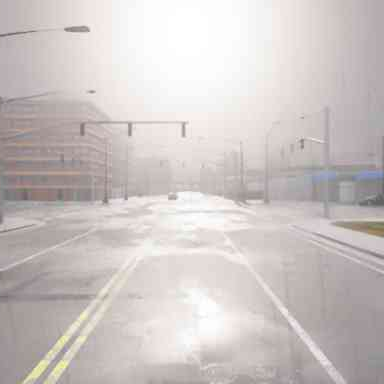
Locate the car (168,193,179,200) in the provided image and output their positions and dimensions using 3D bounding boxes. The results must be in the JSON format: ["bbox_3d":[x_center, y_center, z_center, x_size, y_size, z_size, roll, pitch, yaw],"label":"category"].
[{"bbox_3d":[-4.251,0.997,72.207,1.882,1.535,5.008,0,0,-1],"label":"car"}]

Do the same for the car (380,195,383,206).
[{"bbox_3d":[25.605,1.208,39.735,4.674,1.442,1.812,0,1,-6],"label":"car"}]

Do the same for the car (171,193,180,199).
[{"bbox_3d":[-4.418,0.938,87.984,2.128,1.511,4.902,0,0,-1],"label":"car"}]

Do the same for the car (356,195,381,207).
[{"bbox_3d":[23.834,1.167,43.098,4.892,1.490,1.837,0,1,-4],"label":"car"}]
